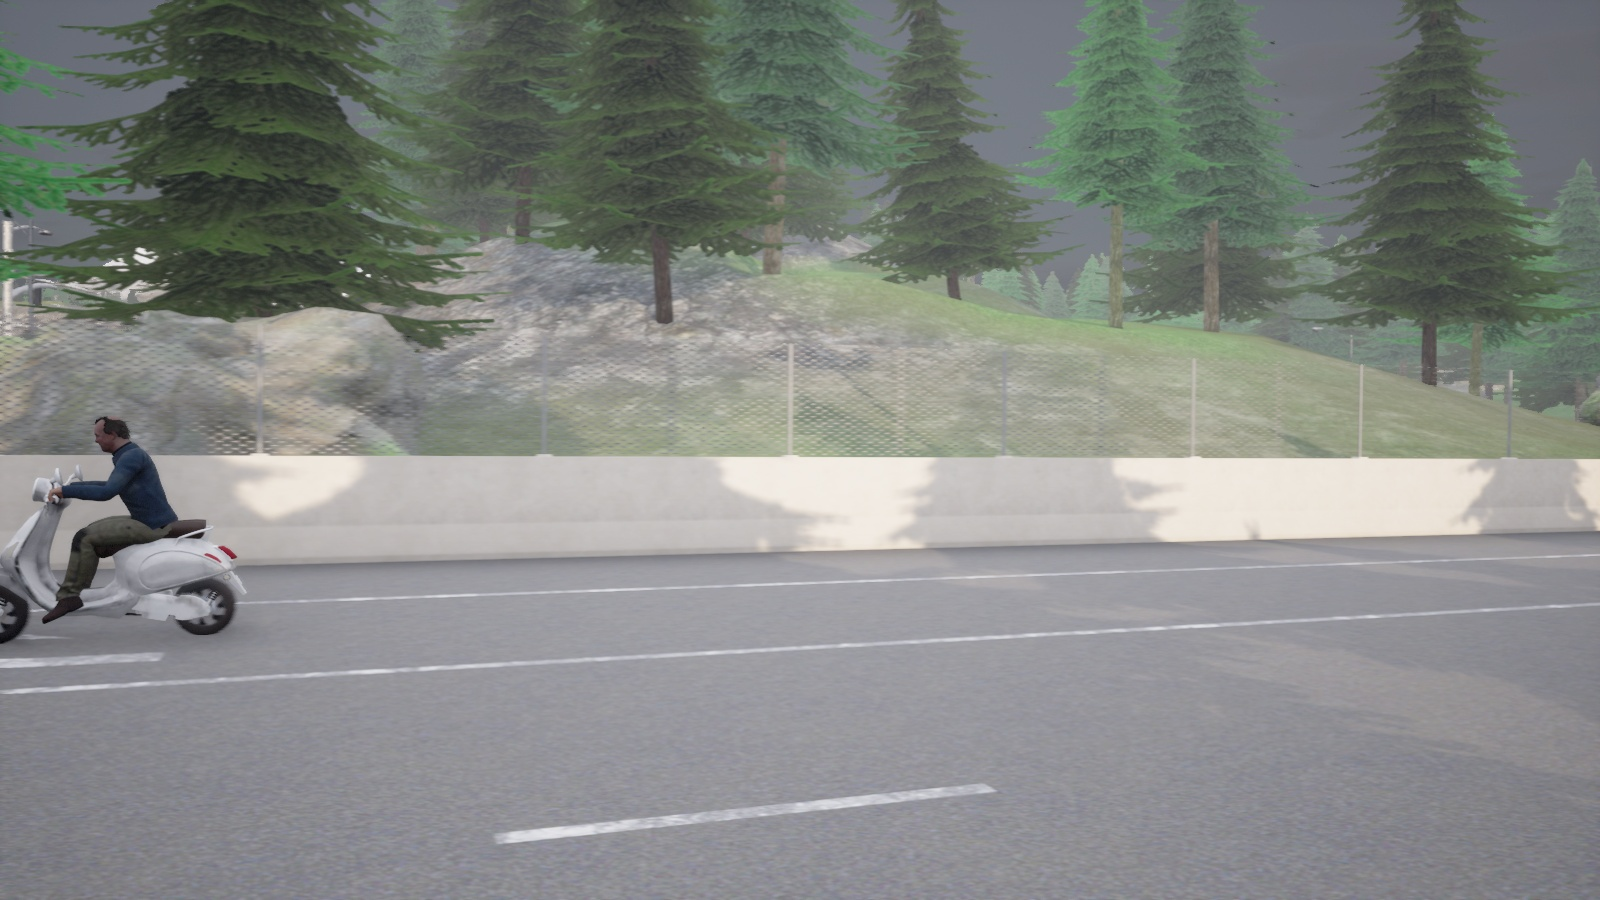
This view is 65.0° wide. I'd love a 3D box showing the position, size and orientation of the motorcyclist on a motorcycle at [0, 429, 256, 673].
[{"bbox_3d":[-4.870,0.660,8.877,1.817,1.590,0.866,-1,1,-21],"label":"motorcyclist on a motorcycle"}]
